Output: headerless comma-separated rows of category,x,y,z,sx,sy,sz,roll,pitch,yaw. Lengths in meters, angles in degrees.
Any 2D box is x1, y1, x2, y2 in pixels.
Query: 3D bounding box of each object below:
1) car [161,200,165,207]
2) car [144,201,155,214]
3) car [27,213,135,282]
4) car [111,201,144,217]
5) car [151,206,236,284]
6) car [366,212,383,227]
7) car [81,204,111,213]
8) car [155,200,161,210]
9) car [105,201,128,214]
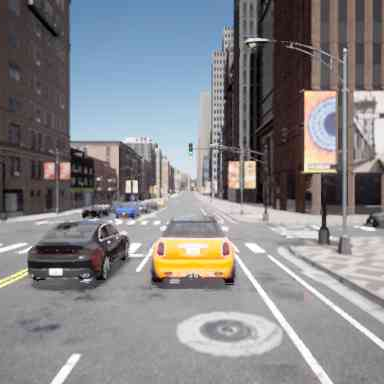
car,-6.517,2.259,66.141,1.882,1.535,5.008,0,-1,0
car,-6.593,2.014,44.001,2.128,1.511,4.902,0,-1,0
car,-3.166,1.622,10.123,1.837,1.490,4.892,0,0,0
car,-6.600,1.886,34.509,1.882,1.535,5.008,0,-1,0
car,0.069,1.468,10.106,2.097,1.767,4.553,0,-1,1
car,13.985,1.724,22.166,4.181,1.385,1.994,0,0,0
car,-9.854,2.008,34.409,1.895,1.301,4.718,0,-1,0
car,-6.590,2.206,54.069,1.994,1.385,4.181,0,-1,0
car,-9.848,2.023,43.722,1.837,1.490,4.892,0,0,0
